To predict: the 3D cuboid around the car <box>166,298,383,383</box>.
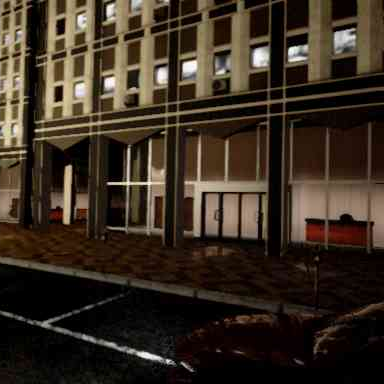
[{"bbox_3d":[2.009,1.656,2.732,4.674,1.442,1.812,0,-2,28],"label":"car"}]
